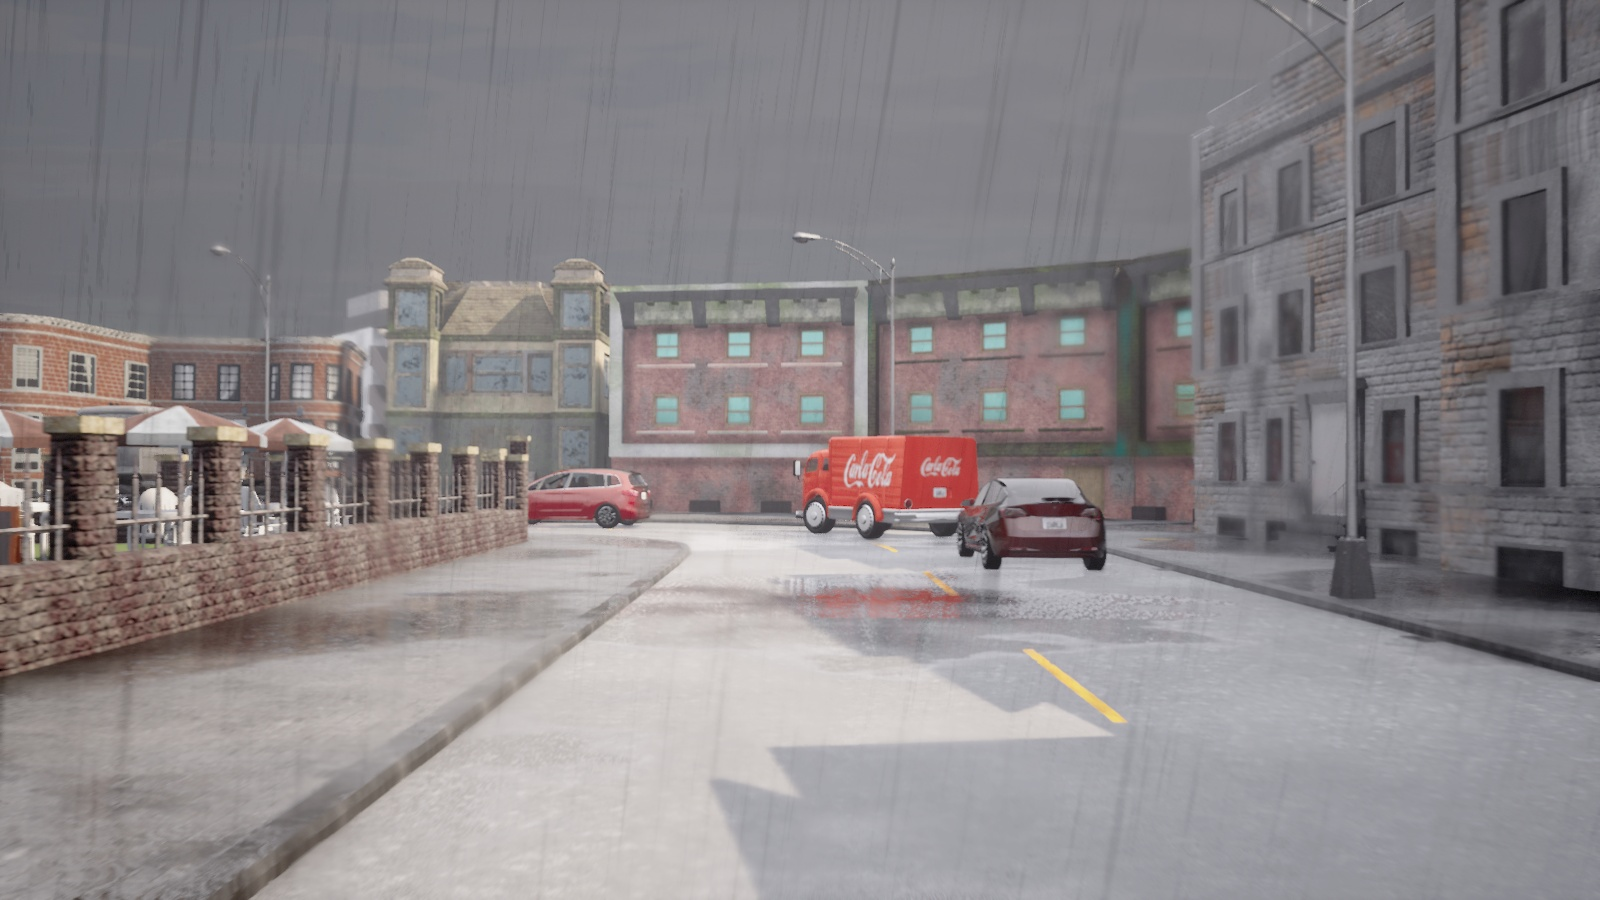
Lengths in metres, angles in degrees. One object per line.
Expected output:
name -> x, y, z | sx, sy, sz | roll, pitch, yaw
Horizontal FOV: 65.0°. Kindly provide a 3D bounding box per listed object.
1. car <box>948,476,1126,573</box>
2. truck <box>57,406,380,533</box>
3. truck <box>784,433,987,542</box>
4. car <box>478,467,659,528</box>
car -> 3.947, 1.197, 21.820 | 2.163, 1.488, 4.792 | 0, -1, 0
truck -> -16.510, 0.557, 36.070 | 7.936, 3.462, 2.891 | 0, -1, -1
truck -> 2.009, 0.898, 31.409 | 2.627, 2.467, 5.204 | 0, -1, -30
car -> -6.565, 1.341, 35.906 | 4.611, 1.667, 2.242 | 0, -1, 9
